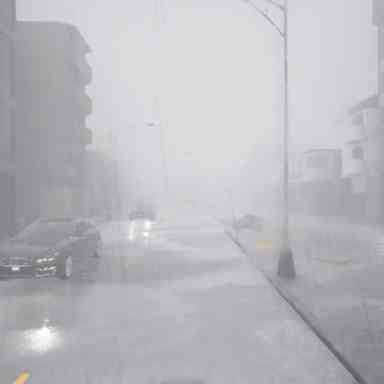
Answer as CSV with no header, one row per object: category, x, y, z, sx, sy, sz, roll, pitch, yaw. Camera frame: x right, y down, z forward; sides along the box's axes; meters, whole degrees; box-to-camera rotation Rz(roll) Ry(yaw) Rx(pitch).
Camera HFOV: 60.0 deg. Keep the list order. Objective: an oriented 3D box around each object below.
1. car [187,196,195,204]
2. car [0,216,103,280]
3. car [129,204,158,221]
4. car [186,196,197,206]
car,-0.211,1.695,72.730,1.882,1.535,5.008,0,0,0
car,-4.122,1.554,10.191,1.837,1.490,4.892,0,0,0
car,-4.092,1.685,28.441,1.994,1.385,4.181,0,0,0
car,-0.180,1.725,62.352,1.882,1.535,5.008,0,0,0
